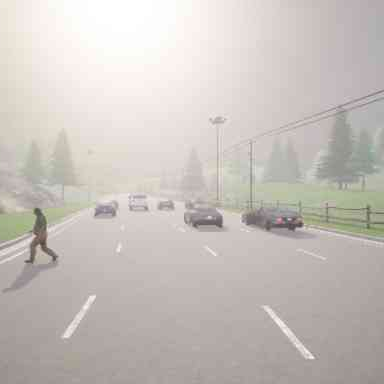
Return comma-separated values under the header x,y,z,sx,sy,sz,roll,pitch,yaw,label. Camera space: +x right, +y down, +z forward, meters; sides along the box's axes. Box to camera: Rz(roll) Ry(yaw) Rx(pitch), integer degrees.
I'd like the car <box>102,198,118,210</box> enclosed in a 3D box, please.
x,y,z,sx,sy,sz,roll,pitch,yaw,label
-10.568,1.526,43.246,1.812,1.442,4.674,0,0,-11,car

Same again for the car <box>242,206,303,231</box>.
x,y,z,sx,sy,sz,roll,pitch,yaw,label
4.766,1.547,20.504,2.033,1.411,5.357,0,0,-12,car

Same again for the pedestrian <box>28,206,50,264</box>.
x,y,z,sx,sy,sz,roll,pitch,yaw,label
-4.761,1.294,10.367,0.375,1.860,0.375,0,0,-8,pedestrian

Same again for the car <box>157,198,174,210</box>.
x,y,z,sx,sy,sz,roll,pitch,yaw,label
-3.533,1.491,43.756,2.128,1.511,4.902,0,0,-11,car

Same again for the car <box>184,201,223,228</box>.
x,y,z,sx,sy,sz,roll,pitch,yaw,label
0.683,1.563,22.595,1.994,1.385,4.181,0,0,-11,car

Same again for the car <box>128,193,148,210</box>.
x,y,z,sx,sy,sz,roll,pitch,yaw,label
-6.854,1.221,42.550,2.150,2.045,5.566,0,0,-11,car

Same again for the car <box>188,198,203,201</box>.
x,y,z,sx,sy,sz,roll,pitch,yaw,label
0.346,1.490,42.248,2.128,1.511,4.902,0,0,-11,car

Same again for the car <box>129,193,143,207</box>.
x,y,z,sx,sy,sz,roll,pitch,yaw,label
-8.980,1.221,53.067,2.150,2.045,5.566,0,0,-11,car

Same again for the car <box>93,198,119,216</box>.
x,y,z,sx,sy,sz,roll,pitch,yaw,label
-8.361,1.526,32.298,1.812,1.442,4.674,0,0,-11,car
